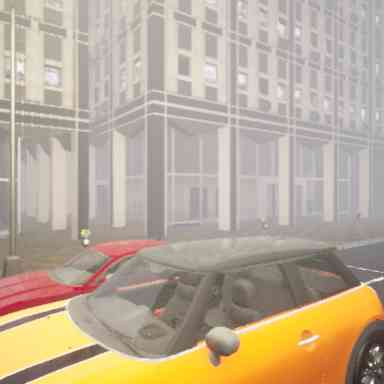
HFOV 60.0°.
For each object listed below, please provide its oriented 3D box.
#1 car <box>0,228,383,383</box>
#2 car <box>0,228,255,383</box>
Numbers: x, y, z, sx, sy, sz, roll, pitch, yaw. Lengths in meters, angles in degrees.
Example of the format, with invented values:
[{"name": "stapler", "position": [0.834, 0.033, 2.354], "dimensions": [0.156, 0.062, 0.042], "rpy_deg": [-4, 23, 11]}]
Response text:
[{"name": "car", "position": [-0.002, 1.348, 3.376], "dimensions": [4.553, 1.767, 2.097], "rpy_deg": [0, 0, -35]}, {"name": "car", "position": [-1.212, 1.541, 5.692], "dimensions": [4.507, 1.381, 1.887], "rpy_deg": [0, 0, -35]}]
